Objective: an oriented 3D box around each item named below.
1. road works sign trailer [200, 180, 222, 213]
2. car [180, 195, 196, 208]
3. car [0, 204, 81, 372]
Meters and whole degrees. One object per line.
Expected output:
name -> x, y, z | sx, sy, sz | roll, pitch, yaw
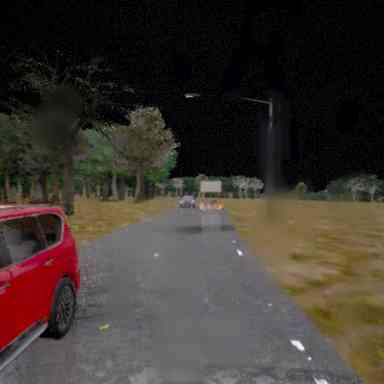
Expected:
road works sign trailer -> 2.041, 0.434, 36.436 | 2.380, 3.560, 2.880 | 0, 0, 3
car -> -0.581, 1.306, 47.030 | 2.097, 1.767, 4.553 | 0, 0, 2
car -> -3.038, 1.214, 3.650 | 2.150, 2.045, 5.566 | 0, 0, 1
